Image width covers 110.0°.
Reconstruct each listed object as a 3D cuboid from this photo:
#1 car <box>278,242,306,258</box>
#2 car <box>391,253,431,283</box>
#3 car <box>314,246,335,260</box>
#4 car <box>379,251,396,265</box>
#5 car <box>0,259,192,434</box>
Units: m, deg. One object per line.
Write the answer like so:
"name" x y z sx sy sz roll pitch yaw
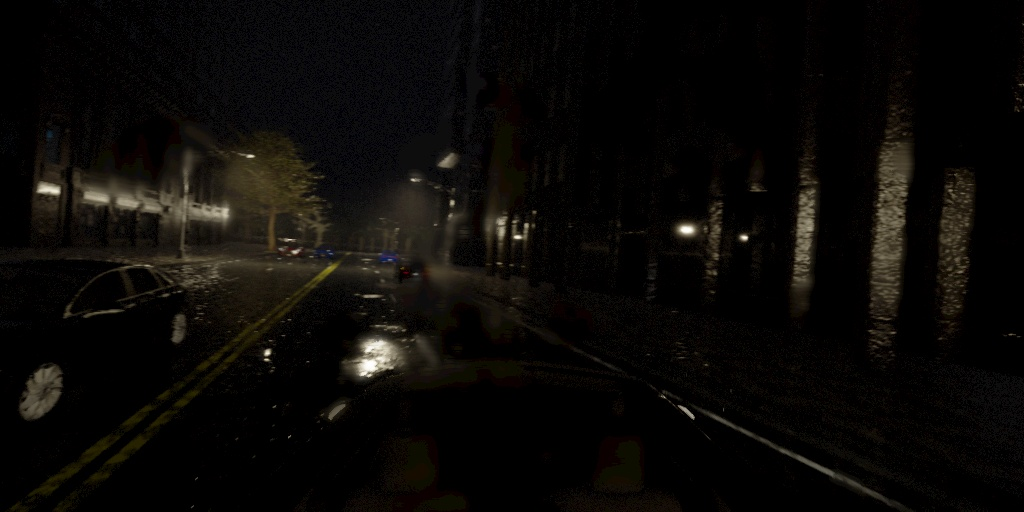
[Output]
"car" -24.589 -0.741 40.280 2.097 1.767 4.553 4 0 -23
"car" -6.128 0.805 21.968 1.812 1.442 4.674 4 0 -23
"car" -21.556 -0.394 41.410 1.882 1.535 5.008 4 0 -23
"car" -13.742 0.181 39.983 1.882 1.535 5.008 4 0 -23
"car" -5.916 0.817 4.476 1.837 1.490 4.892 4 0 -23
